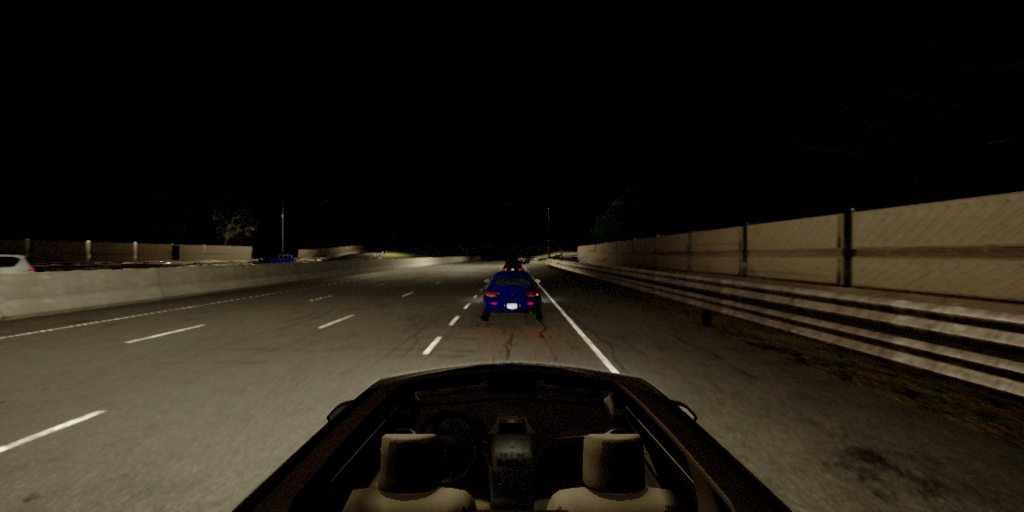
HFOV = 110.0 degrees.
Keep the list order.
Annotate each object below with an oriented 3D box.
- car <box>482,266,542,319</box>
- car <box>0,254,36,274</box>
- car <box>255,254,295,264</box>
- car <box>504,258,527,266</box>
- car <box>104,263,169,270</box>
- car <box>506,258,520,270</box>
[{"bbox_3d":[0.006,1.226,12.352,1.812,1.442,4.674,0,0,0],"label":"car"},{"bbox_3d":[-24.583,0.915,15.330,2.150,2.045,5.566,0,0,0],"label":"car"},{"bbox_3d":[-31.377,0.766,47.759,2.150,2.045,5.566,0,0,0],"label":"car"},{"bbox_3d":[0.047,1.164,32.167,2.033,1.411,5.357,0,0,0],"label":"car"},{"bbox_3d":[-21.077,1.148,19.831,1.882,1.535,5.008,0,0,0],"label":"car"},{"bbox_3d":[0.126,1.059,48.144,1.837,1.490,4.892,0,0,0],"label":"car"}]
